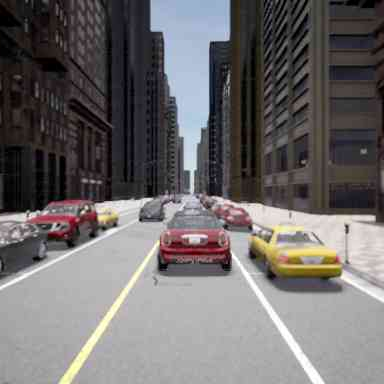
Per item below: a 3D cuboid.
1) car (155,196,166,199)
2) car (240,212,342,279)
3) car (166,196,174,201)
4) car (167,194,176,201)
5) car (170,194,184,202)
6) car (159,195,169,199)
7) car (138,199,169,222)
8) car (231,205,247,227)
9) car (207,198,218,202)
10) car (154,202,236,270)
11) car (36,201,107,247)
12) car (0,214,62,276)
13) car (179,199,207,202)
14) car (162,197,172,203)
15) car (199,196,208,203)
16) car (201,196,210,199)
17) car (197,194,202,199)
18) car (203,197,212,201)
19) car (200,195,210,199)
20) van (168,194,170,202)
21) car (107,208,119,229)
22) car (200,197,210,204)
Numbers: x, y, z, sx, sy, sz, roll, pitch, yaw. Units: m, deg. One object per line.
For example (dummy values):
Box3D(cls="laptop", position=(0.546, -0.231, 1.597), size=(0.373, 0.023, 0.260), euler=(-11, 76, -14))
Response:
Box3D(cls="car", position=(-5.807, 1.720, 54.710), size=(1.802, 1.307, 4.206), euler=(0, 0, 0))
Box3D(cls="car", position=(2.755, 1.548, 9.952), size=(1.752, 1.417, 4.829), euler=(0, 0, 0))
Box3D(cls="car", position=(-5.834, 1.818, 88.420), size=(1.802, 1.307, 4.206), euler=(0, 0, 0))
Box3D(cls="car", position=(-5.838, 1.568, 94.039), size=(2.192, 1.841, 5.009), euler=(0, 0, 0))
Box3D(cls="car", position=(-3.057, 1.675, 67.759), size=(1.837, 1.490, 4.892), euler=(0, 0, 0))
Box3D(cls="car", position=(-5.811, 1.720, 60.329), size=(1.947, 1.339, 4.313), euler=(0, 0, 0))
Box3D(cls="car", position=(-3.122, 1.566, 26.783), size=(1.837, 1.490, 4.892), euler=(0, 0, 0))
Box3D(cls="car", position=(2.746, 1.630, 21.020), size=(1.802, 1.307, 4.206), euler=(0, 0, 0))
Box3D(cls="car", position=(2.736, 1.601, 32.427), size=(1.752, 1.417, 4.829), euler=(0, 0, 0))
Box3D(cls="car", position=(0.079, 1.377, 11.294), size=(2.097, 1.767, 4.553), euler=(0, 0, 0))
Box3D(cls="car", position=(-5.775, 1.351, 15.382), size=(2.192, 1.841, 5.009), euler=(0, 0, 0))
Box3D(cls="car", position=(-5.770, 1.574, 9.763), size=(2.008, 1.369, 4.403), euler=(0, 0, 0))
Box3D(cls="car", position=(0.074, 1.618, 30.673), size=(2.033, 1.411, 5.357), euler=(0, 0, 0))
Box3D(cls="car", position=(-5.825, 1.768, 77.184), size=(1.947, 1.339, 4.313), euler=(0, 0, 0))
Box3D(cls="car", position=(2.700, 1.753, 77.207), size=(2.008, 1.369, 4.403), euler=(0, 0, 0))
Box3D(cls="car", position=(2.723, 1.667, 49.114), size=(1.887, 1.381, 4.507), euler=(0, 0, 0))
Box3D(cls="car", position=(2.709, 1.484, 65.970), size=(2.192, 1.841, 5.009), euler=(0, 0, 0))
Box3D(cls="car", position=(2.727, 1.672, 43.495), size=(1.947, 1.339, 4.313), euler=(0, 0, 0))
Box3D(cls="car", position=(2.718, 1.578, 54.733), size=(1.967, 1.590, 4.097), euler=(0, 0, 0))
Box3D(cls="van", position=(-5.816, 1.511, 65.948), size=(1.690, 1.788, 3.998), euler=(0, 0, 0))
Box3D(cls="car", position=(-5.779, 1.573, 20.830), size=(1.752, 1.417, 4.829), euler=(0, 0, 0))
Box3D(cls="car", position=(2.705, 1.751, 71.589), size=(1.947, 1.339, 4.313), euler=(0, 0, 0))
